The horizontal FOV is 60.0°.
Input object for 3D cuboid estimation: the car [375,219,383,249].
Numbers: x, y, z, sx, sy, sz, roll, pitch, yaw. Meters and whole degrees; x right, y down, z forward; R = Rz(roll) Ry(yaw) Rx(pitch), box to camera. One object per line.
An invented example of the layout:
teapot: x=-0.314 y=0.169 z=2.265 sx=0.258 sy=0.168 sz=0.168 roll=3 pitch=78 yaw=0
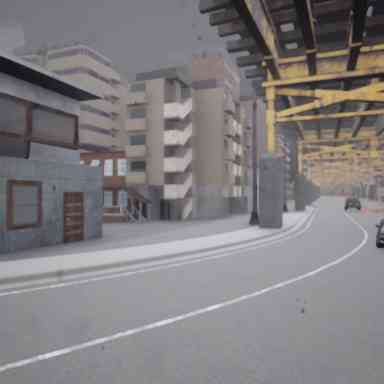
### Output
car: x=9.554 y=1.731 z=15.180 sx=2.033 sy=1.411 sz=5.357 roll=0 pitch=-1 yaw=31

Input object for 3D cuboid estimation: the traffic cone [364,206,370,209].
traffic cone: x=27.289 y=2.576 z=51.795 sx=0.340 sy=0.580 sz=0.340 roll=0 pitch=-1 yaw=22

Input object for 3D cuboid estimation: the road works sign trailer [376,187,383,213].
road works sign trailer: x=26.088 y=1.008 z=44.767 sx=2.380 sy=3.560 sz=2.880 roll=0 pitch=-1 yaw=22

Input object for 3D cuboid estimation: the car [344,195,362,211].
car: x=25.123 y=1.838 z=52.015 sx=2.150 sy=2.045 sz=5.566 roll=0 pitch=-1 yaw=22
